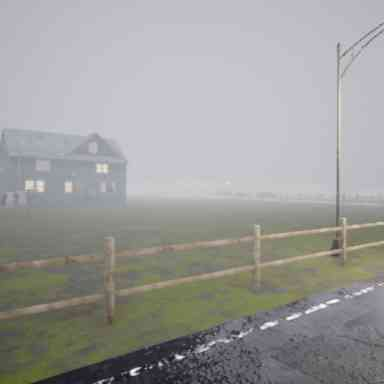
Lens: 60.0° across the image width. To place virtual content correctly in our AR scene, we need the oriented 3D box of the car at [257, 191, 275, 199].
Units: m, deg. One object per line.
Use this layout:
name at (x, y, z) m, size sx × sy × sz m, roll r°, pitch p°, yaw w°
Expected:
car at (14.971, 0.615, 68.902) m, size 1.837 × 1.490 × 4.892 m, roll 0°, pitch 1°, yaw -36°

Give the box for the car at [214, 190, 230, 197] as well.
car at (7.302, 0.311, 79.297) m, size 1.837 × 1.490 × 4.892 m, roll 0°, pitch 1°, yaw -36°

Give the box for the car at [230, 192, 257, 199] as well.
car at (10.632, 0.634, 68.887) m, size 1.994 × 1.385 × 4.181 m, roll 0°, pitch 1°, yaw -36°
